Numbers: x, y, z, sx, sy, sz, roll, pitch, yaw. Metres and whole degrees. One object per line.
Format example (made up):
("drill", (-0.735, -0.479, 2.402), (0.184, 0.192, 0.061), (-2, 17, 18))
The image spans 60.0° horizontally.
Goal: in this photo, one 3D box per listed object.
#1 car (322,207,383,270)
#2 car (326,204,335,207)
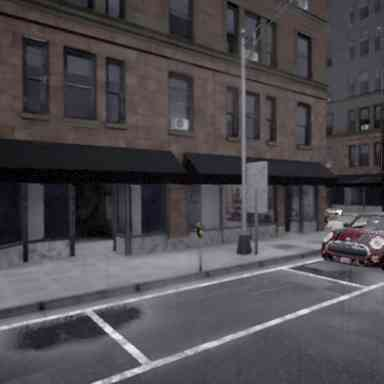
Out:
("car", (5.886, 1.357, 10.439), (4.097, 1.590, 1.967), (-1, 0, -36))
("car", (9.452, 1.360, 26.402), (2.128, 1.511, 4.902), (-1, 0, -36))
